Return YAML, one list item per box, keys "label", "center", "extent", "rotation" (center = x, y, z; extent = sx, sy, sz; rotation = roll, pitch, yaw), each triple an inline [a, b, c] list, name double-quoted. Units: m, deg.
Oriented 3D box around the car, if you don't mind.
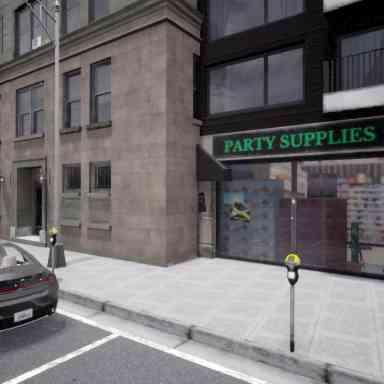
- label: "car"
  center: [-4.216, 1.551, 6.090]
  extent: [4.403, 1.369, 2.008]
  rotation: [0, 0, 36]
